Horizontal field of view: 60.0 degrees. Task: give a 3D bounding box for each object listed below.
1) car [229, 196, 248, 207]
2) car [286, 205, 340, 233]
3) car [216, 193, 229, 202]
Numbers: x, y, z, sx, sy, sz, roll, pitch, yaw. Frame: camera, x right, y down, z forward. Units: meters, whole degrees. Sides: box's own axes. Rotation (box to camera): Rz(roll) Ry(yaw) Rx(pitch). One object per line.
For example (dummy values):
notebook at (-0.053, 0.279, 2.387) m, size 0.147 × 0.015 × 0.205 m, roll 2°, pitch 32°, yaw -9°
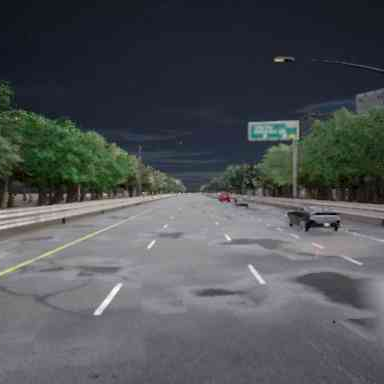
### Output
car at (7.111, 1.521, 49.278) m, size 2.033 × 1.411 × 5.357 m, roll 0°, pitch 0°, yaw 0°
car at (7.021, 1.490, 19.710) m, size 2.128 × 1.511 × 4.902 m, roll 0°, pitch 0°, yaw 0°
car at (7.190, 1.179, 74.297) m, size 2.150 × 2.045 × 5.566 m, roll 0°, pitch 0°, yaw 0°
